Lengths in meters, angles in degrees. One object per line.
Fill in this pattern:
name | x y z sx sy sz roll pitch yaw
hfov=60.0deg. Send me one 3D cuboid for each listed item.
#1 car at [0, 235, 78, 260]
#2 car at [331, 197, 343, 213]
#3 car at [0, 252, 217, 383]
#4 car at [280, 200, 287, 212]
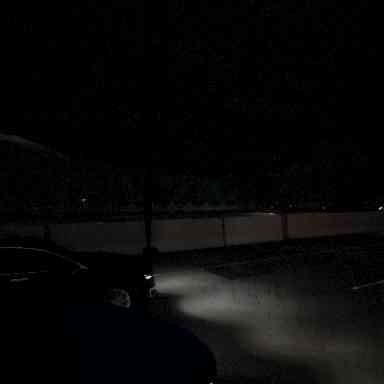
car | -3.014 1.505 5.623 4.892 1.490 1.837 -1 0 -31
car | 16.866 1.475 38.082 5.566 2.045 2.150 1 -1 -31
car | -2.112 1.477 2.085 5.008 1.535 1.882 0 0 -31
car | 10.251 1.691 38.217 4.674 1.442 1.812 1 0 -31
